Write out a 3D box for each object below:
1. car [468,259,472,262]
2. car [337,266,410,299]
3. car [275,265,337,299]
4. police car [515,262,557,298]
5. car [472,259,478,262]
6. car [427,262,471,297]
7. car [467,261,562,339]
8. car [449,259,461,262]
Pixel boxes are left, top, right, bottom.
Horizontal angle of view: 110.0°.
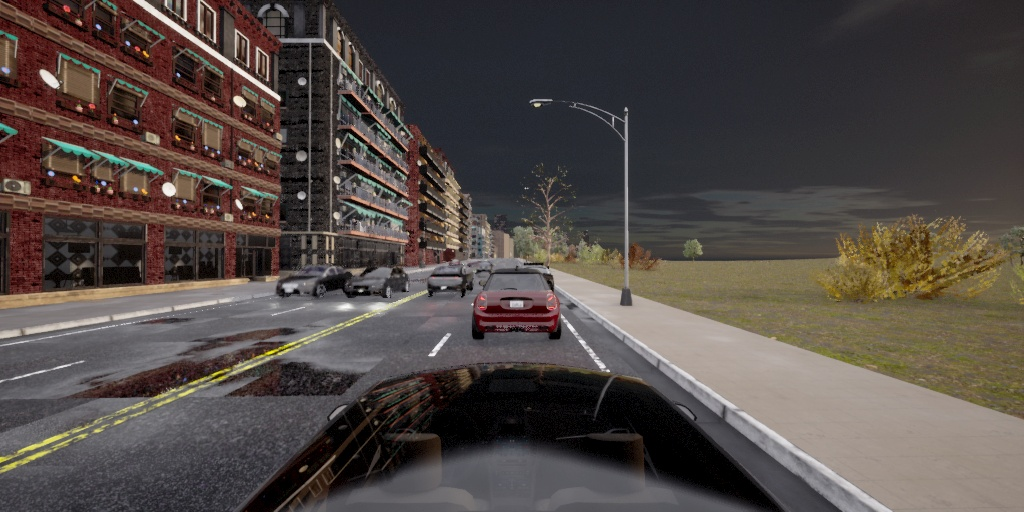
[{"bbox_3d":[-6.453,1.276,61.117,1.812,1.442,4.674,0,0,0],"label":"car"},{"bbox_3d":[-6.570,1.257,18.014,1.837,1.490,4.892,0,0,0],"label":"car"},{"bbox_3d":[-9.818,1.244,18.252,2.128,1.511,4.902,0,0,0],"label":"car"},{"bbox_3d":[1.173,1.178,19.680,1.930,1.638,5.238,0,0,0],"label":"police car"},{"bbox_3d":[-3.068,1.299,41.523,2.033,1.411,5.357,0,0,0],"label":"car"},{"bbox_3d":[-3.117,1.243,18.860,2.128,1.511,4.902,0,0,0],"label":"car"},{"bbox_3d":[0.112,1.103,10.184,2.097,1.767,4.553,0,0,0],"label":"car"},{"bbox_3d":[-9.701,1.276,61.130,1.812,1.442,4.674,0,0,0],"label":"car"}]
